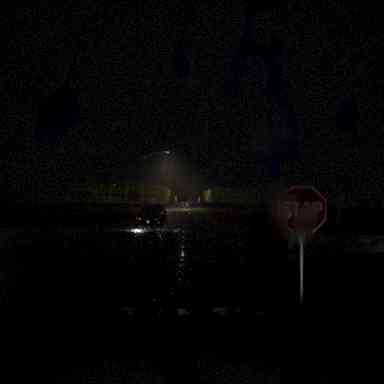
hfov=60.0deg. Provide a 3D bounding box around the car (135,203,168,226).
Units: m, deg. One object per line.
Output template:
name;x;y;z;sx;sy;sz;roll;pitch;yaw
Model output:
car;-2.750;1.578;23.210;1.837;1.490;4.892;0;1;0
